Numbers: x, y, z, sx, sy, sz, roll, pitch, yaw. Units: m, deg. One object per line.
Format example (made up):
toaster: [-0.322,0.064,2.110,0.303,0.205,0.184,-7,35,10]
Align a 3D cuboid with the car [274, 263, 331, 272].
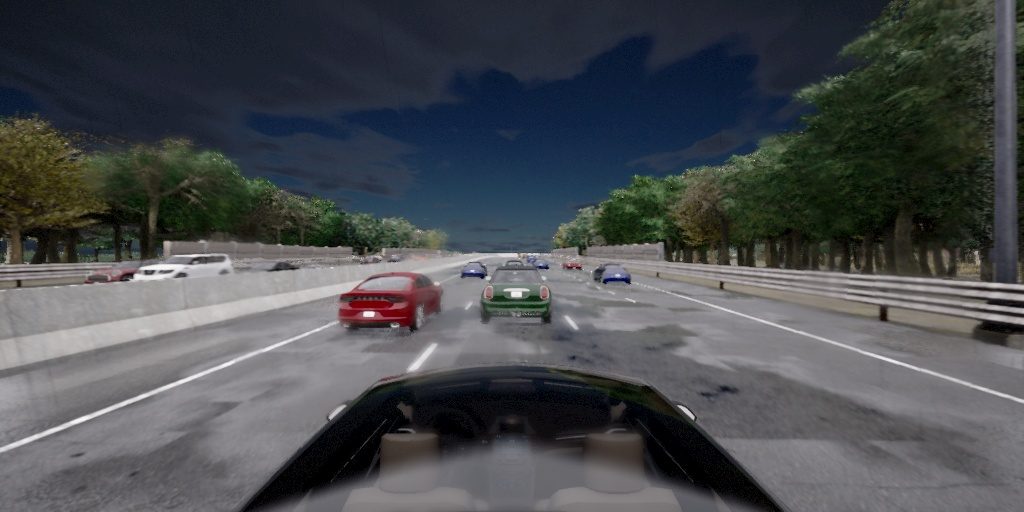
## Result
car: [-14.015,1.273,25.111,1.895,1.301,4.718,0,0,0]

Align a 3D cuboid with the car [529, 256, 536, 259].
car: [3.672,1.011,47.234,1.994,1.385,4.181,0,1,0]

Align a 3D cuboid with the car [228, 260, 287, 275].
car: [-17.510,1.142,26.008,1.882,1.535,5.008,0,0,0]

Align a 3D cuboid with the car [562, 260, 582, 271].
car: [7.244,1.090,43.756,1.895,1.301,4.718,0,1,1]

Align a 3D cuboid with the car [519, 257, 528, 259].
car: [0.209,1.128,31.310,1.837,1.490,4.892,0,1,0]

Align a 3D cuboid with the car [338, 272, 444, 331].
car: [-3.370,1.220,10.942,1.882,1.535,5.008,0,0,0]

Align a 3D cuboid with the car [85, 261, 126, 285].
car: [-24.385,1.038,23.286,2.097,1.767,4.553,0,0,0]

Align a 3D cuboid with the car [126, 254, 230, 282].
car: [-21.022,0.903,23.446,2.150,2.045,5.566,0,0,0]

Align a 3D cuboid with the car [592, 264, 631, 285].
car: [7.061,1.238,25.730,1.994,1.385,4.181,0,1,1]

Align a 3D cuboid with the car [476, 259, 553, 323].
car: [0.136,1.093,12.191,2.097,1.767,4.553,0,0,0]

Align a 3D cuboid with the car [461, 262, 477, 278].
car: [-3.290,1.181,31.791,1.994,1.385,4.181,0,1,0]
